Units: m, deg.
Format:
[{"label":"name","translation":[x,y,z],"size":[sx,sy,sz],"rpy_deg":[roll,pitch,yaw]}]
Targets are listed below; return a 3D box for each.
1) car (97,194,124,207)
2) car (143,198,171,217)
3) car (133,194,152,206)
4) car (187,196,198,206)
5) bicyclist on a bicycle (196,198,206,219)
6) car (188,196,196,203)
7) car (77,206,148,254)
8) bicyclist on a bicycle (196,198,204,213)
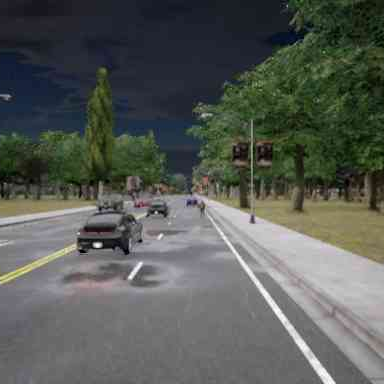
[{"label":"car","translation":[-9.848,1.298,40.740],"size":[2.150,2.045,5.566],"rpy_deg":[0,0,0]},{"label":"car","translation":[-3.155,1.564,31.714],"size":[1.837,1.490,4.892],"rpy_deg":[0,0,0]},{"label":"car","translation":[-6.593,1.307,45.828],"size":[2.150,2.045,5.566],"rpy_deg":[0,0,0]},{"label":"car","translation":[0.076,1.585,57.477],"size":[1.882,1.535,5.008],"rpy_deg":[0,0,0]},{"label":"bicyclist on a bicycle","translation":[0.889,1.505,27.669],"size":[0.582,1.620,1.656],"rpy_deg":[0,0,0]},{"label":"car","translation":[-0.013,1.665,74.571],"size":[1.812,1.442,4.674],"rpy_deg":[0,0,0]},{"label":"car","translation":[-3.152,1.530,13.531],"size":[1.837,1.490,4.892],"rpy_deg":[0,0,0]},{"label":"bicyclist on a bicycle","translation":[0.905,1.506,37.177],"size":[0.866,1.612,1.509],"rpy_deg":[0,0,0]}]
